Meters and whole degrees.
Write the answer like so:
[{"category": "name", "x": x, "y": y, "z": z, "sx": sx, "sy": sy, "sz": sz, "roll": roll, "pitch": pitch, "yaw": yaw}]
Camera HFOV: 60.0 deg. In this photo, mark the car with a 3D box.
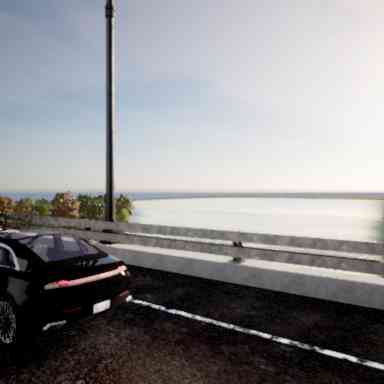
[{"category": "car", "x": -3.318, "y": 1.500, "z": 6.387, "sx": 4.902, "sy": 1.511, "sz": 2.128, "roll": 0, "pitch": 0, "yaw": 36}]
